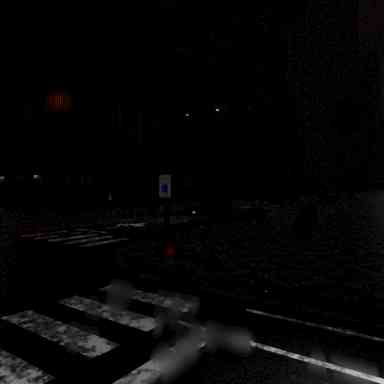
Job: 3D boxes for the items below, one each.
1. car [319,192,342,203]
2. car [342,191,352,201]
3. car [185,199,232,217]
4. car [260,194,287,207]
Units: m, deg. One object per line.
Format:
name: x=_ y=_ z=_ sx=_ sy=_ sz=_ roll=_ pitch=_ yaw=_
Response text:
car: x=19.511 y=0.814 z=47.473 sx=1.837 sy=1.490 sz=4.892 roll=0 pitch=1 yaw=36
car: x=25.394 y=0.653 z=55.701 sx=1.882 sy=1.535 sz=5.008 roll=0 pitch=1 yaw=36
car: x=1.409 y=1.251 z=27.647 sx=1.895 sy=1.301 sz=4.718 roll=0 pitch=1 yaw=35
car: x=9.682 y=0.986 z=39.203 sx=1.812 sy=1.442 sz=4.674 roll=0 pitch=1 yaw=36
